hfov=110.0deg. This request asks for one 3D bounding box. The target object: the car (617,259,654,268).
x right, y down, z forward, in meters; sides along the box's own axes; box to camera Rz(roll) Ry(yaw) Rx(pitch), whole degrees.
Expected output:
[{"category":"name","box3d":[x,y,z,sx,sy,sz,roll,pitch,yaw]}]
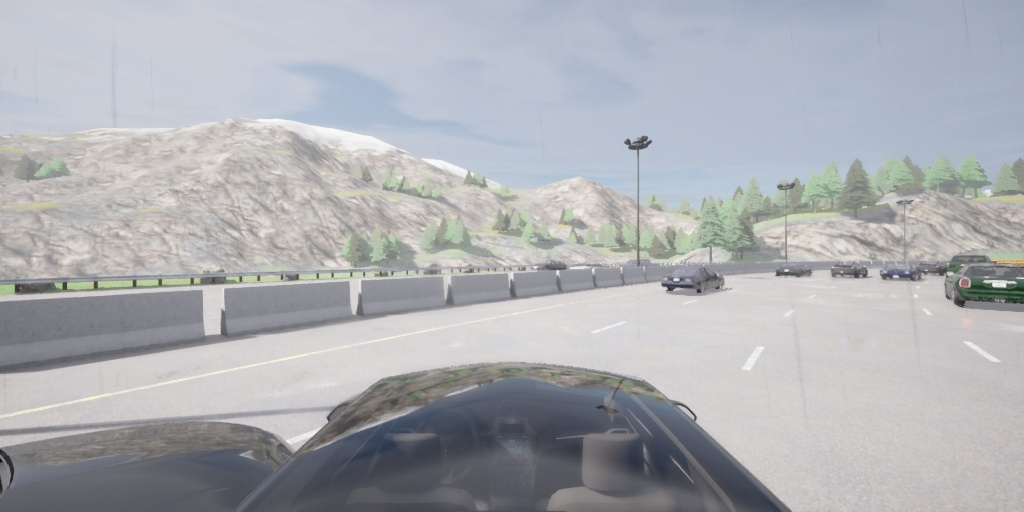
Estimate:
[{"category":"car","box3d":[12.733,1.101,36.903,4.553,1.767,2.097,0,0,-40]}]

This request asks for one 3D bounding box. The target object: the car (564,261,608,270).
[{"category":"car","box3d":[7.955,1.351,37.456,4.718,1.301,1.895,0,0,-40]}]

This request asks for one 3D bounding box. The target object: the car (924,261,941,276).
[{"category":"car","box3d":[43.313,1.241,36.865,4.902,1.511,2.128,0,0,-31]}]

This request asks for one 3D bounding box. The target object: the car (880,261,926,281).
[{"category":"car","box3d":[32.308,1.351,29.733,4.718,1.301,1.895,0,0,-35]}]

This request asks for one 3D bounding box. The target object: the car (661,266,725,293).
[{"category":"car","box3d":[10.496,1.297,20.666,5.357,1.411,2.033,0,0,-44]}]

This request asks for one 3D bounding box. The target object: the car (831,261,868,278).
[{"category":"car","box3d":[31.375,1.241,33.342,4.902,1.511,2.128,0,0,-35]}]

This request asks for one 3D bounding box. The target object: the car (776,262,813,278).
[{"category":"car","box3d":[27.367,1.312,34.751,4.181,1.385,1.994,0,0,-36]}]

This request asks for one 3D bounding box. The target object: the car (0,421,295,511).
[{"category":"car","box3d":[-2.983,1.255,0.534,4.892,1.490,1.837,0,0,-45]}]

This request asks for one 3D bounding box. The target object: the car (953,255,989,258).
[{"category":"car","box3d":[36.644,0.964,28.557,5.566,2.045,2.150,1,-1,-34]}]

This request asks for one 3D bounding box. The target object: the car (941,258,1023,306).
[{"category":"car","box3d":[19.661,1.103,14.785,4.553,1.767,2.097,0,0,-43]}]

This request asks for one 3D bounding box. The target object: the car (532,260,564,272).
[{"category":"car","box3d":[4.601,1.243,43.779,4.902,1.511,2.128,0,0,-40]}]
